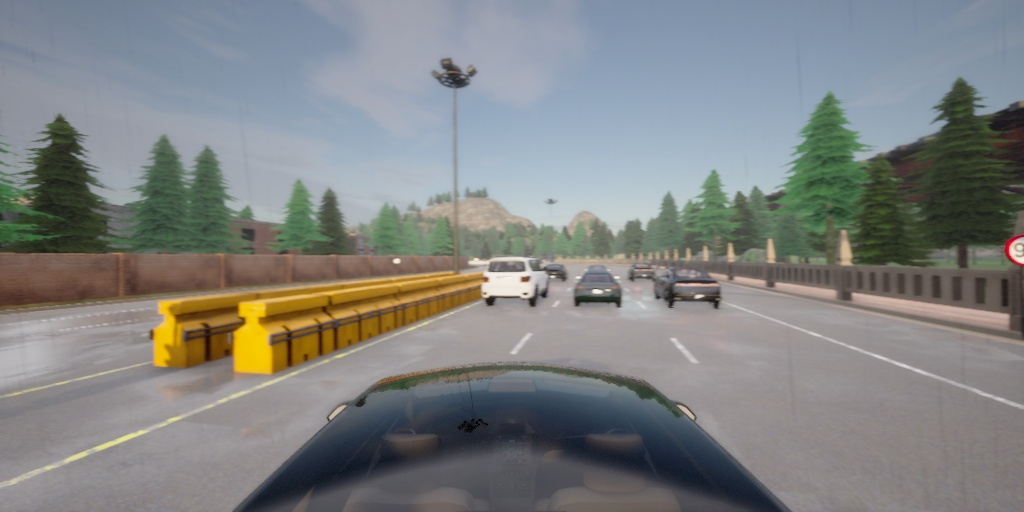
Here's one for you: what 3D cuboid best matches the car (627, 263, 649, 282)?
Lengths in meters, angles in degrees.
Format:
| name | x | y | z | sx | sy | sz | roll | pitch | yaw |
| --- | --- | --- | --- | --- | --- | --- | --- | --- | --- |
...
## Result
| name | x | y | z | sx | sy | sz | roll | pitch | yaw |
| --- | --- | --- | --- | --- | --- | --- | --- | --- | --- |
| car | 10.654 | 1.312 | 29.694 | 2.128 | 1.511 | 4.902 | -1 | 0 | 13 |

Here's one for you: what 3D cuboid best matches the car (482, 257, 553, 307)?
| name | x | y | z | sx | sy | sz | roll | pitch | yaw |
| --- | --- | --- | --- | --- | --- | --- | --- | --- | --- |
| car | 0.322 | 1.072 | 16.449 | 2.150 | 2.045 | 5.566 | -1 | 0 | 13 |

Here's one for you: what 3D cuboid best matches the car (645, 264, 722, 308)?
| name | x | y | z | sx | sy | sz | roll | pitch | yaw |
| --- | --- | --- | --- | --- | --- | --- | --- | --- | --- |
| car | 7.202 | 1.248 | 15.103 | 2.128 | 1.511 | 4.902 | -1 | 0 | 13 |

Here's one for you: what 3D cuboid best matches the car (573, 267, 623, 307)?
| name | x | y | z | sx | sy | sz | roll | pitch | yaw |
| --- | --- | --- | --- | --- | --- | --- | --- | --- | --- |
| car | 3.802 | 1.370 | 15.929 | 1.994 | 1.385 | 4.181 | -1 | 0 | 14 |

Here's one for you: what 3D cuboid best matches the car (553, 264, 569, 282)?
| name | x | y | z | sx | sy | sz | roll | pitch | yaw |
| --- | --- | --- | --- | --- | --- | --- | --- | --- | --- |
| car | 3.845 | 1.427 | 31.315 | 1.837 | 1.490 | 4.892 | -1 | 0 | 13 |

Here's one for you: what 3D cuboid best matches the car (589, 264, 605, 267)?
| name | x | y | z | sx | sy | sz | roll | pitch | yaw |
| --- | --- | --- | --- | --- | --- | --- | --- | --- | --- |
| car | 7.177 | 1.416 | 30.205 | 2.033 | 1.411 | 5.357 | -1 | 0 | 13 |
